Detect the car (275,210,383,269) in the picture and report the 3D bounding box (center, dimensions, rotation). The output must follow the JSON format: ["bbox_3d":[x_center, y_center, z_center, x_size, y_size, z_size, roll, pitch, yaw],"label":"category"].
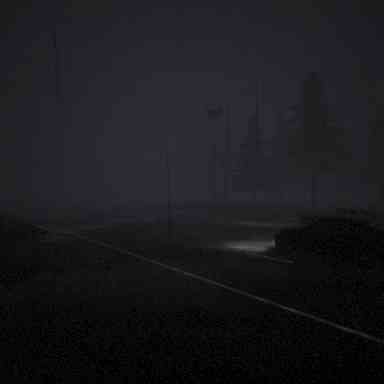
[{"bbox_3d":[4.968,1.513,11.185,1.812,1.442,4.674,0,0,-36],"label":"car"}]

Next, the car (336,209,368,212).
[{"bbox_3d":[8.368,1.579,18.453,1.895,1.301,4.718,0,0,-36],"label":"car"}]
